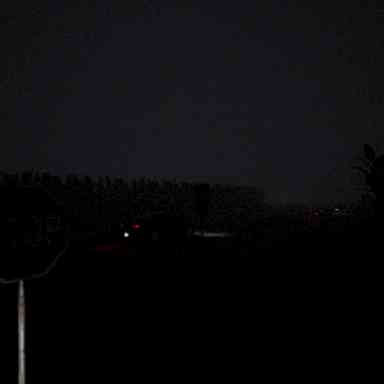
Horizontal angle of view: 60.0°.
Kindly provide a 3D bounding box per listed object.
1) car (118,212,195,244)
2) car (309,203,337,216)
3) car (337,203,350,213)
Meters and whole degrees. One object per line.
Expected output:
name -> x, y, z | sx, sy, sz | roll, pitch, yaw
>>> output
car -> -1.752, 1.866, 18.091 | 1.837, 1.490, 4.892 | -1, -2, 37
car -> 16.735, 2.391, 42.855 | 1.895, 1.301, 4.718 | -1, -2, 37
car -> 22.738, 2.450, 51.012 | 1.812, 1.442, 4.674 | -1, -2, 37
